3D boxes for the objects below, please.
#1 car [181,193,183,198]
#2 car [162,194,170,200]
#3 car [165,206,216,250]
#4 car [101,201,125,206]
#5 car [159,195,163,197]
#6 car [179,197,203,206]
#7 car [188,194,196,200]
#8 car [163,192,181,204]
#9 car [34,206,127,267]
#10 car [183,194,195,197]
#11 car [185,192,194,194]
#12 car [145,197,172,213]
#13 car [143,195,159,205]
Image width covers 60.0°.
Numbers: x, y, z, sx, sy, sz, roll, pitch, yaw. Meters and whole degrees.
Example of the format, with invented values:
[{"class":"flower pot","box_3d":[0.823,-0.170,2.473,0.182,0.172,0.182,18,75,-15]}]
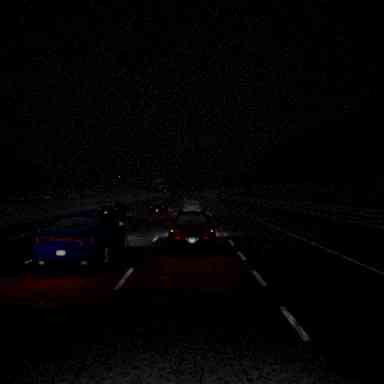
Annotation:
[{"class":"car","box_3d":[-3.498,1.082,74.404,2.150,2.045,5.566,0,0,0]},{"class":"car","box_3d":[-6.997,1.384,90.450,1.994,1.385,4.181,0,0,0]},{"class":"car","box_3d":[0.001,1.515,14.032,1.812,1.442,4.674,0,0,0]},{"class":"car","box_3d":[-6.999,1.487,29.323,1.812,1.442,4.674,0,0,0]},{"class":"car","box_3d":[-6.998,1.382,74.364,2.128,1.511,4.902,0,0,0]},{"class":"car","box_3d":[0.001,1.484,30.222,1.812,1.442,4.674,0,0,0]},{"class":"car","box_3d":[0.003,1.380,92.449,1.994,1.385,4.181,0,0,0]},{"class":"car","box_3d":[-3.498,1.239,58.942,2.097,1.767,4.553,0,0,0]},{"class":"car","box_3d":[-3.499,1.470,11.349,1.882,1.535,5.008,0,0,0]},{"class":"car","box_3d":[0.002,1.457,49.110,2.033,1.411,5.357,0,0,0]},{"class":"car","box_3d":[0.002,1.382,74.352,2.128,1.511,4.902,0,0,0]},{"class":"car","box_3d":[-3.500,1.546,35.628,1.895,1.301,4.718,0,0,0]},{"class":"car","box_3d":[-6.999,1.421,55.409,1.812,1.442,4.674,0,0,0]}]
